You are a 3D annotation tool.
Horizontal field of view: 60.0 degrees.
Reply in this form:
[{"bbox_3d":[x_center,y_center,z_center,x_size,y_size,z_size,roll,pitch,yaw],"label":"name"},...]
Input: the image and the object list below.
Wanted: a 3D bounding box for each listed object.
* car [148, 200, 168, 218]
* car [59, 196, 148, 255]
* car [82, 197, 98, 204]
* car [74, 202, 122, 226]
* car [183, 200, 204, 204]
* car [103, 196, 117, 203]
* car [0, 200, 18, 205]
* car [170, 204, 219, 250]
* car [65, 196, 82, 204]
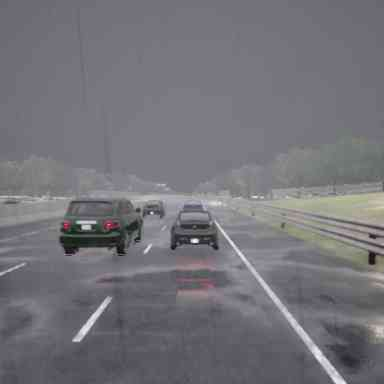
[{"bbox_3d":[-3.394,1.522,30.627,1.837,1.490,4.892,0,0,0],"label":"car"},{"bbox_3d":[-3.386,1.228,13.428,2.150,2.045,5.566,0,0,0],"label":"car"},{"bbox_3d":[-20.989,1.686,68.874,1.895,1.301,4.718,0,0,0],"label":"car"},{"bbox_3d":[-6.896,1.560,25.065,2.033,1.411,5.357,0,0,0],"label":"car"},{"bbox_3d":[0.105,1.497,32.122,1.882,1.535,5.008,0,0,0],"label":"car"},{"bbox_3d":[-17.488,1.624,71.126,1.994,1.385,4.181,0,0,0],"label":"car"},{"bbox_3d":[-17.589,1.495,30.494,1.882,1.535,5.008,0,0,0],"label":"car"},{"bbox_3d":[0.102,1.512,14.462,1.837,1.490,4.892,0,0,0],"label":"car"},{"bbox_3d":[-24.489,1.591,68.905,1.837,1.490,4.892,0,0,0],"label":"car"}]
